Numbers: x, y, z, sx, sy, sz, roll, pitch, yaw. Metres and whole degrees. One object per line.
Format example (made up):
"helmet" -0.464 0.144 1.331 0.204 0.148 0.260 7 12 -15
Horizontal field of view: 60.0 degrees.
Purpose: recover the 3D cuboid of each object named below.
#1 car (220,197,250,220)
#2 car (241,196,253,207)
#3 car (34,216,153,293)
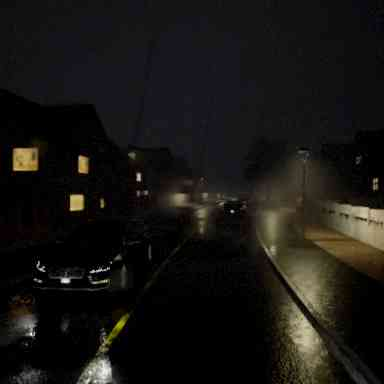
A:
"car" 3.381 1.373 26.634 1.994 1.385 4.181 0 1 11
"car" 6.840 1.198 42.786 1.994 1.385 4.181 0 1 12
"car" -2.304 1.472 8.989 1.837 1.490 4.892 0 1 5
